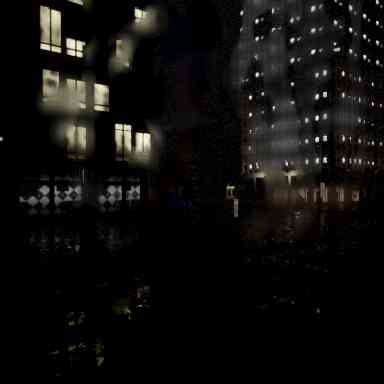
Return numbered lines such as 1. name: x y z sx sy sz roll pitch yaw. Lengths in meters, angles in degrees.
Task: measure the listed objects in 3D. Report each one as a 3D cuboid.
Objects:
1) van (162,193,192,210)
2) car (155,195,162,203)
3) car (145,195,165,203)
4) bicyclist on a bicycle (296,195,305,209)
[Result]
1. van: -1.575 1.237 40.159 1.690 1.788 3.998 0 0 -34
2. car: -3.969 1.073 58.615 2.192 1.841 5.009 0 0 -34
3. car: -7.079 1.276 63.201 1.887 1.381 4.507 0 0 -34
4. bicyclist on a bicycle: 12.815 1.159 39.108 1.656 1.620 0.582 -1 1 -34
